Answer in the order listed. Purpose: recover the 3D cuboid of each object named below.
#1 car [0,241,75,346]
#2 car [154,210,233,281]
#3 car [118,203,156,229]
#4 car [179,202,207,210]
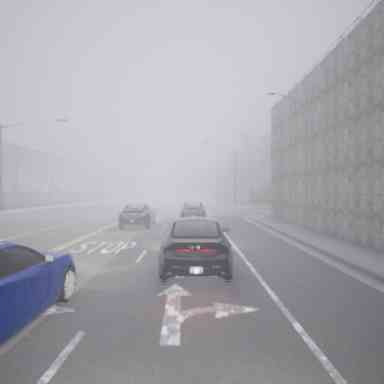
[{"bbox_3d":[-3.403,1.472,5.106,1.882,1.535,5.008,0,0,0],"label":"car"},{"bbox_3d":[0.098,1.495,9.819,1.837,1.490,4.892,0,0,0],"label":"car"},{"bbox_3d":[-3.405,1.470,21.267,2.128,1.511,4.902,0,0,0],"label":"car"},{"bbox_3d":[0.090,1.466,24.730,2.128,1.511,4.902,0,0,0],"label":"car"}]
